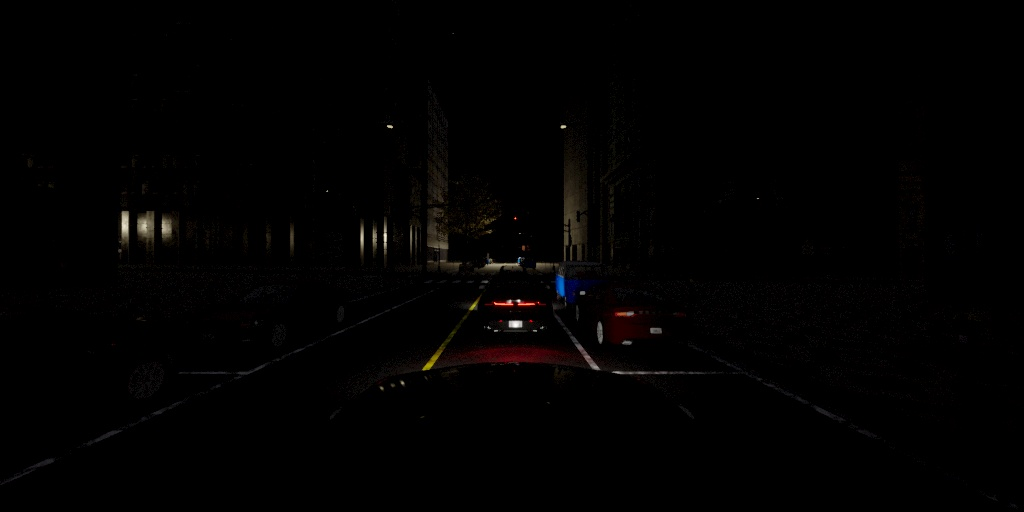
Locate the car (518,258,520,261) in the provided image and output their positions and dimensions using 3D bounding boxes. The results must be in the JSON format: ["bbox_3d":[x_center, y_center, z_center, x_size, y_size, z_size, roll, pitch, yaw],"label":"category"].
[{"bbox_3d":[2.560,1.333,63.439,1.888,1.381,4.507,0,0,0],"label":"car"}]

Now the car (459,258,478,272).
[{"bbox_3d":[-5.917,1.297,47.017,1.751,1.417,4.829,0,0,0],"label":"car"}]

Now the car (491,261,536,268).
[{"bbox_3d":[0.047,1.246,19.758,2.128,1.511,4.902,0,0,-1],"label":"car"}]

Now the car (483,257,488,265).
[{"bbox_3d":[-5.964,1.102,63.056,2.192,1.841,5.009,0,0,0],"label":"car"}]

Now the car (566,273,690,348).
[{"bbox_3d":[2.753,1.296,9.104,1.888,1.381,4.507,0,0,0],"label":"car"}]

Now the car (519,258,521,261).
[{"bbox_3d":[2.578,1.347,58.026,1.948,1.339,4.313,0,0,0],"label":"car"}]

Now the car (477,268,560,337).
[{"bbox_3d":[0.074,1.256,10.339,1.837,1.490,4.892,0,0,0],"label":"car"}]

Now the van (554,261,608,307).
[{"bbox_3d":[2.736,1.093,14.629,1.690,1.789,3.998,0,0,0],"label":"van"}]

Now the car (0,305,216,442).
[{"bbox_3d":[-5.782,1.295,3.569,1.888,1.381,4.507,0,0,0],"label":"car"}]

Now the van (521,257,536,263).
[{"bbox_3d":[2.596,1.117,52.613,1.690,1.789,3.998,0,0,0],"label":"van"}]

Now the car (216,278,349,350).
[{"bbox_3d":[-5.802,1.296,9.094,1.888,1.381,4.507,0,0,0],"label":"car"}]

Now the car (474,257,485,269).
[{"bbox_3d":[-5.946,1.326,57.767,1.888,1.381,4.507,0,0,0],"label":"car"}]
